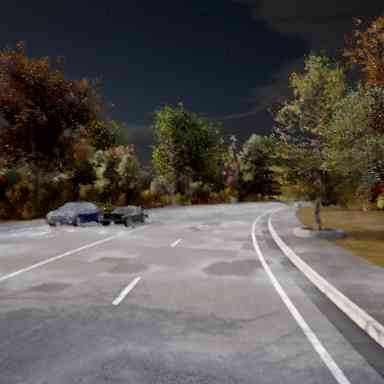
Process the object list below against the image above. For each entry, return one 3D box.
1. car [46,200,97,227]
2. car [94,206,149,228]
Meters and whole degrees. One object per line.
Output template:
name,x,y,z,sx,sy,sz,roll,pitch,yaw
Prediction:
car,-8.125,1.451,23.359,2.097,1.767,4.553,0,-1,11
car,-4.616,1.682,23.200,1.895,1.301,4.718,0,0,12
